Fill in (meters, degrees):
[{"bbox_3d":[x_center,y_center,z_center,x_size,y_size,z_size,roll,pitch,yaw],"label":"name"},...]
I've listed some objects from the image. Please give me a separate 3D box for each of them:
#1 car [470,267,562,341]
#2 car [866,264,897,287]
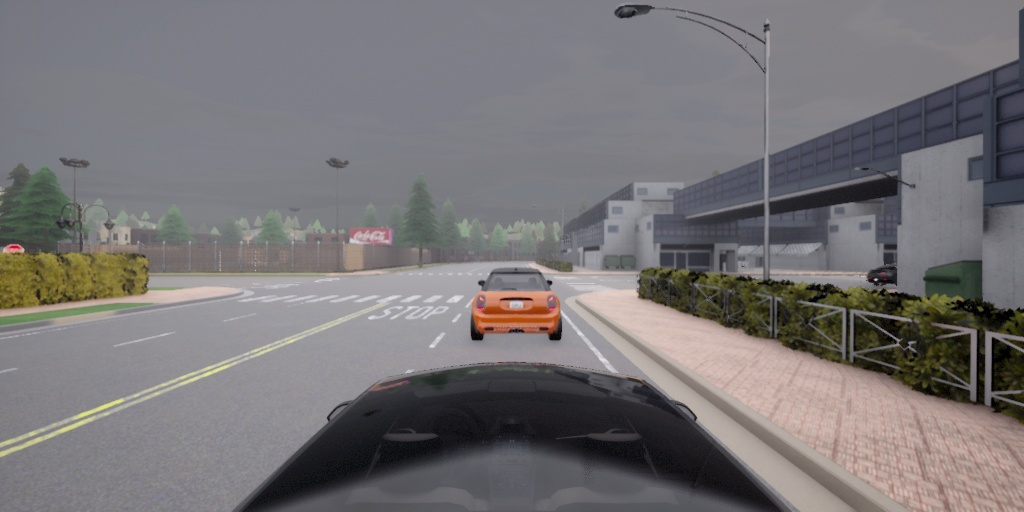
[{"bbox_3d":[0.096,1.087,10.004,2.097,1.767,4.553,0,0,0],"label":"car"},{"bbox_3d":[24.795,1.218,22.041,4.892,1.490,1.837,0,0,0],"label":"car"}]
